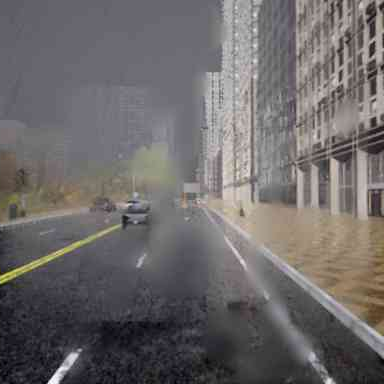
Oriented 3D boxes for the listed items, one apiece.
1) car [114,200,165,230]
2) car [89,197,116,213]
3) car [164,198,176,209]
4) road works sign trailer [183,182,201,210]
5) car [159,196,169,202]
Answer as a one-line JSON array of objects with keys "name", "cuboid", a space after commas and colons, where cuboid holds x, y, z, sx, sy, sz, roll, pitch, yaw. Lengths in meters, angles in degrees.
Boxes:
[{"name": "car", "cuboid": [-3.148, 1.490, 21.019, 2.128, 1.511, 4.902, 0, 0, 0]}, {"name": "car", "cuboid": [-9.832, 1.366, 36.984, 2.097, 1.767, 4.553, 0, 0, 0]}, {"name": "car", "cuboid": [-3.147, 1.560, 44.906, 1.812, 1.442, 4.674, 0, 0, 0]}, {"name": "road works sign trailer", "cuboid": [-0.006, 0.499, 43.070, 2.380, 3.560, 2.880, 0, 0, 0]}, {"name": "car", "cuboid": [-6.496, 1.730, 78.456, 1.895, 1.301, 4.718, 0, 0, 0]}]
